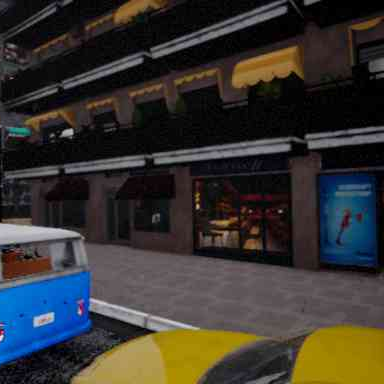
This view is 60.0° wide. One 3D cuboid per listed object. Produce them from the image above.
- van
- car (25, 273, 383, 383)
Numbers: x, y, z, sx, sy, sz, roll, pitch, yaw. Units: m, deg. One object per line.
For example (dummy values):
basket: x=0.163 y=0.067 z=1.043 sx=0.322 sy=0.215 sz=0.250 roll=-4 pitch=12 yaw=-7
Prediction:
van: x=-3.380 y=1.400 z=5.304 sx=3.998 sy=1.788 sz=1.690 roll=-1 pitch=-1 yaw=36
car: x=1.086 y=1.528 z=2.114 sx=4.829 sy=1.417 sz=1.752 roll=-1 pitch=-1 yaw=36
